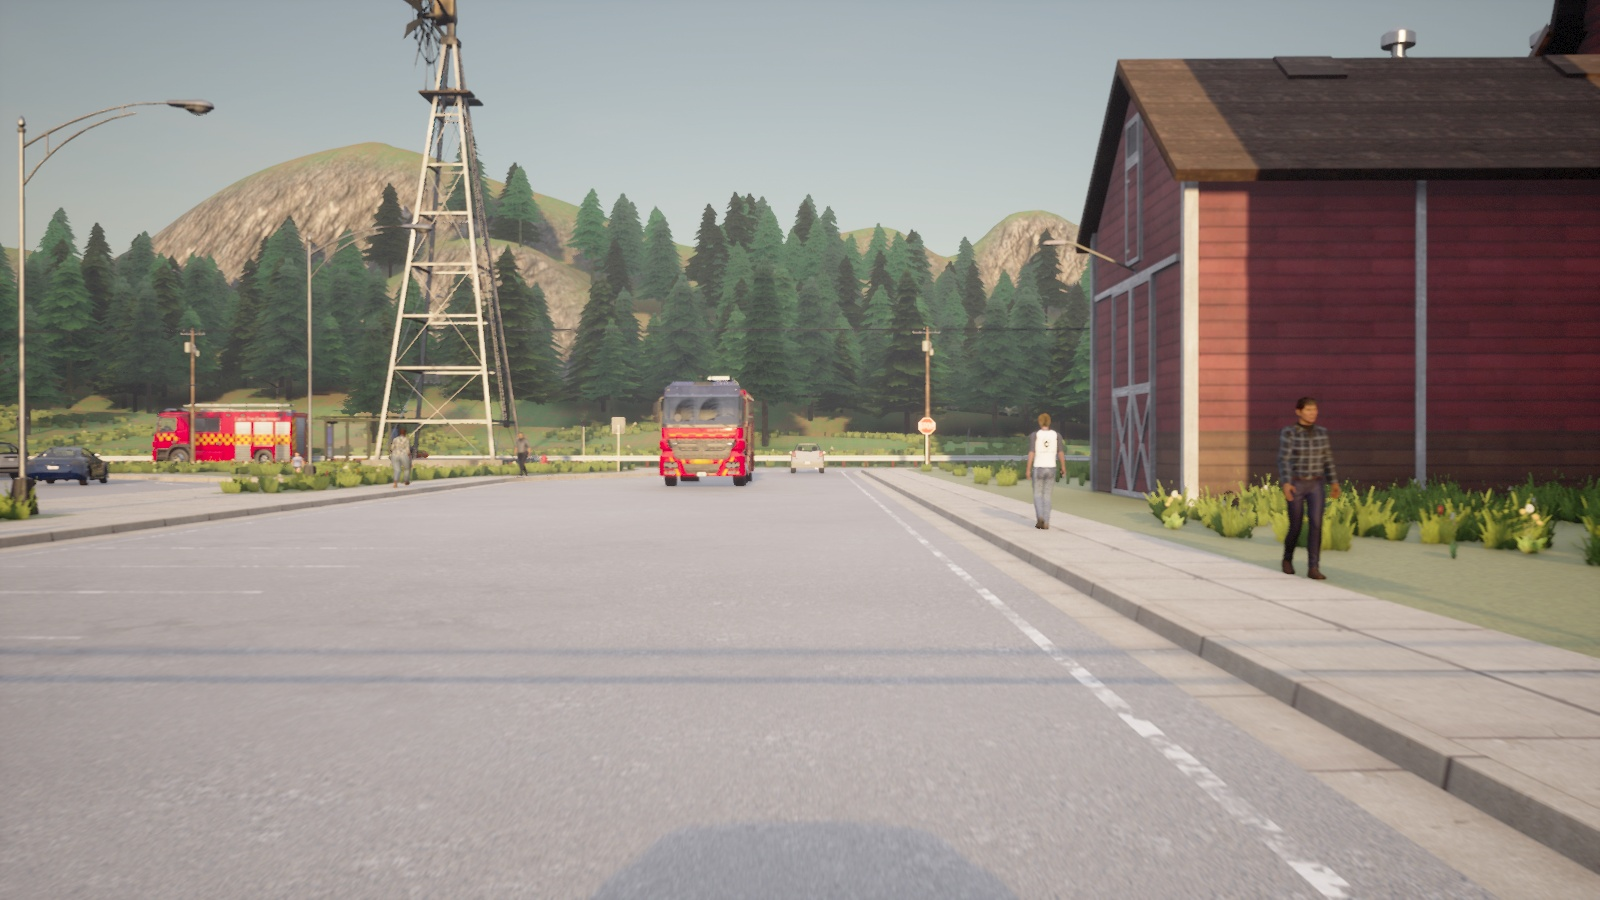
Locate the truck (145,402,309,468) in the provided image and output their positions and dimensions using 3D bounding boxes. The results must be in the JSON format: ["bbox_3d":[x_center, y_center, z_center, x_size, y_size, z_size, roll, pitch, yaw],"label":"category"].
[{"bbox_3d":[-33.981,-0.864,74.655,8.468,3.827,2.891,0,0,1],"label":"truck"}]

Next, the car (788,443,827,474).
[{"bbox_3d":[0.369,0.412,62.229,1.845,1.501,3.633,0,0,0],"label":"car"}]

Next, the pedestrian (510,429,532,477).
[{"bbox_3d":[-11.039,0.115,49.671,0.540,1.848,0.694,0,0,19],"label":"pedestrian"}]

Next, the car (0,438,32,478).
[{"bbox_3d":[-33.990,0.328,51.713,3.988,1.617,1.851,0,0,17],"label":"car"}]

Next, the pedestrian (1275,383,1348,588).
[{"bbox_3d":[5.006,0.337,12.323,0.423,1.949,0.788,0,0,3],"label":"pedestrian"}]

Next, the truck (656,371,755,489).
[{"bbox_3d":[-3.226,-0.674,45.259,2.891,3.827,8.468,0,0,0],"label":"truck"}]

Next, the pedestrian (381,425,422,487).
[{"bbox_3d":[-11.971,0.181,37.745,0.874,1.855,0.900,0,0,7],"label":"pedestrian"}]

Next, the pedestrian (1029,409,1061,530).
[{"bbox_3d":[3.776,0.296,19.395,0.354,1.836,0.706,0,0,0],"label":"pedestrian"}]

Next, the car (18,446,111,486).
[{"bbox_3d":[-26.553,0.534,45.507,1.994,1.385,4.181,0,0,-17],"label":"car"}]
